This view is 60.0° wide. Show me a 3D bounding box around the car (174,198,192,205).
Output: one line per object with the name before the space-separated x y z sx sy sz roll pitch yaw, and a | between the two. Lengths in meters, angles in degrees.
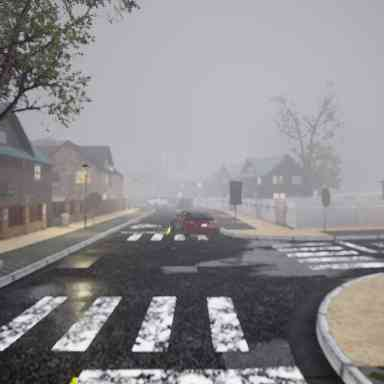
car | -1.396 1.757 50.889 2.097 1.767 4.553 0 0 -12

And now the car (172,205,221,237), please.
car | 0.140 1.694 18.962 1.994 1.385 4.181 0 0 -15

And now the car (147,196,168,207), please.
car | -6.793 1.828 64.652 2.150 2.045 5.566 0 -1 -34
